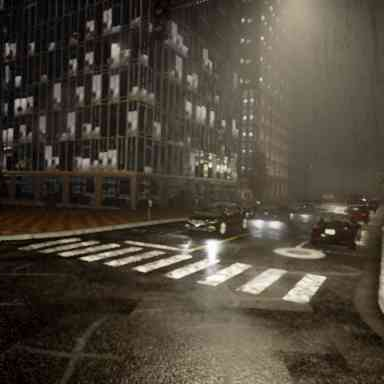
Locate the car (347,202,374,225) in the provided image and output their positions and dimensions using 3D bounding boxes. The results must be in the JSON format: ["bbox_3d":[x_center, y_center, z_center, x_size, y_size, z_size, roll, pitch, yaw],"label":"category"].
[{"bbox_3d":[12.134,1.654,24.560,1.802,1.307,4.206,3,1,30],"label":"car"}]

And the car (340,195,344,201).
[{"bbox_3d":[38.902,1.526,87.110,1.752,1.417,4.829,3,1,30],"label":"car"}]

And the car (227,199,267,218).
[{"bbox_3d":[4.812,1.339,28.630,1.947,1.339,4.313,3,1,30],"label":"car"}]

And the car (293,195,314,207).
[{"bbox_3d":[16.208,1.289,48.171,1.967,1.590,4.097,3,1,30],"label":"car"}]

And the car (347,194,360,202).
[{"bbox_3d":[27.181,1.317,55.467,2.150,2.045,5.566,2,1,29],"label":"car"}]

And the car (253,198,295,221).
[{"bbox_3d":[6.470,1.425,26.355,1.994,1.385,4.181,2,1,30],"label":"car"}]

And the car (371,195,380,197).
[{"bbox_3d":[29.213,1.626,53.851,1.967,1.590,4.097,3,1,30],"label":"car"}]

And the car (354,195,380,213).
[{"bbox_3d":[20.676,1.569,39.204,1.967,1.590,4.097,3,1,30],"label":"car"}]

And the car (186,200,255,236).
[{"bbox_3d":[1.468,1.333,17.761,1.837,1.490,4.892,2,1,30],"label":"car"}]

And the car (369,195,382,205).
[{"bbox_3d":[37.755,1.558,68.495,2.192,1.841,5.009,3,1,30],"label":"car"}]

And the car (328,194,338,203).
[{"bbox_3d":[27.604,1.239,67.711,2.192,1.841,5.009,3,1,30],"label":"car"}]

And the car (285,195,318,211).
[{"bbox_3d":[11.580,1.421,35.100,1.812,1.442,4.674,2,1,31],"label":"car"}]

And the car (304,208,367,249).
[{"bbox_3d":[6.443,1.600,14.796,1.947,1.339,4.313,3,1,30],"label":"car"}]

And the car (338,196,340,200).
[{"bbox_3d":[30.442,1.494,72.601,2.008,1.369,4.403,3,1,30],"label":"car"}]

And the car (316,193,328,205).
[{"bbox_3d":[21.900,1.431,57.944,1.887,1.381,4.507,3,1,30],"label":"car"}]

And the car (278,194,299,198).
[{"bbox_3d":[10.512,1.251,38.400,1.967,1.590,4.097,3,1,30],"label":"car"}]

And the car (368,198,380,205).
[{"bbox_3d":[34.899,1.805,63.617,1.802,1.307,4.206,3,1,30],"label":"car"}]
